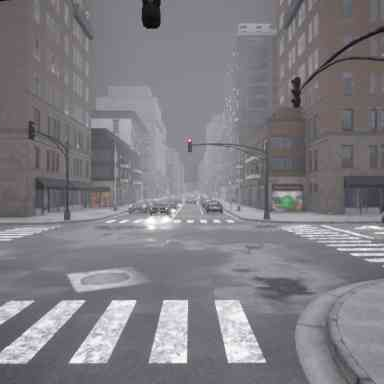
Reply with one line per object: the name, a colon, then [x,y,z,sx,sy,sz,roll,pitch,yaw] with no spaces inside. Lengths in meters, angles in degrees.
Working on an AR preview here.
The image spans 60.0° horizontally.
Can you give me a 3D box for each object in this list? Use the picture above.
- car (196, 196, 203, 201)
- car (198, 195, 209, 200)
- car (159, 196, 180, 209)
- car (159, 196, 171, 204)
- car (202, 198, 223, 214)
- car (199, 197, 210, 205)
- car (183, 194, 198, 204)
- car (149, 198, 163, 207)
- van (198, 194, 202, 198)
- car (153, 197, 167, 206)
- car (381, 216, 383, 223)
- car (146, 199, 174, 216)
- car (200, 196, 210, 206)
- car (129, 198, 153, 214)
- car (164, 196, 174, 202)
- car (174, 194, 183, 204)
car: [2.063,1.698,90.147,1.812,1.442,4.674,0,0,0]
car: [2.398,1.637,52.711,1.947,1.339,4.313,0,0,0]
car: [-3.104,1.619,44.733,1.994,1.385,4.181,0,0,0]
car: [-5.594,1.552,69.260,1.967,1.590,4.097,0,0,0]
car: [2.365,1.606,36.178,1.947,1.339,4.313,0,0,0]
car: [2.420,1.647,63.733,2.008,1.369,4.403,0,0,0]
car: [-0.217,1.661,63.746,1.994,1.385,4.181,0,0,0]
car: [-5.627,1.653,52.727,1.802,1.307,4.206,0,0,0]
van: [2.409,1.424,58.222,1.690,1.788,3.998,0,0,0]
car: [-5.616,1.634,58.238,2.008,1.369,4.403,0,0,0]
car: [14.200,1.511,20.692,4.181,1.385,1.994,0,0,0]
car: [-3.128,1.637,33.558,1.895,1.301,4.718,0,0,0]
car: [2.387,1.641,47.201,1.802,1.307,4.206,0,0,0]
car: [-5.660,1.480,36.195,1.967,1.590,4.097,0,0,0]
car: [-5.572,1.694,80.281,2.008,1.369,4.403,0,0,0]
car: [-2.993,1.664,64.772,1.994,1.385,4.181,0,0,1]
